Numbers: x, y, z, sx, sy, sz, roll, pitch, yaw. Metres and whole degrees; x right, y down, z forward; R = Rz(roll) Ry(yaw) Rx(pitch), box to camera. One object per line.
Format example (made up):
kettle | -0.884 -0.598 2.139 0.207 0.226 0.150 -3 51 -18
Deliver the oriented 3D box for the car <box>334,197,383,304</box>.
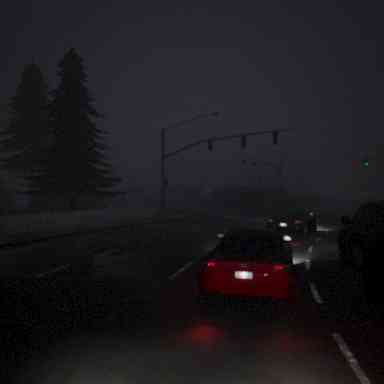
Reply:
car | 5.029 1.227 7.968 2.150 2.045 5.566 0 0 15

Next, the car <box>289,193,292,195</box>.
car | 25.534 1.238 91.045 4.605 1.855 1.932 0 0 39

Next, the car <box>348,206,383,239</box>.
car | 9.986 1.578 18.100 1.994 1.385 4.181 0 0 36

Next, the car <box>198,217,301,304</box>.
car | 1.498 1.565 8.322 1.994 1.385 4.181 0 0 15

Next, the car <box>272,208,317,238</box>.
car | 5.504 1.571 18.094 1.994 1.385 4.181 0 0 30
